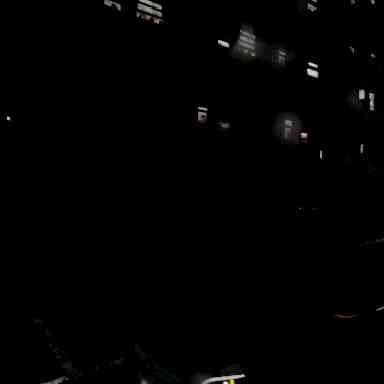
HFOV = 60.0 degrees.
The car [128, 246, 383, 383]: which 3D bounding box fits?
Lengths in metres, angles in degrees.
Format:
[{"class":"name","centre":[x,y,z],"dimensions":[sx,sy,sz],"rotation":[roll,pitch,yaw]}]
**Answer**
[{"class":"car","centre":[1.476,1.526,4.414],"dimensions":[4.674,1.442,1.812],"rotation":[0,0,-36]}]
